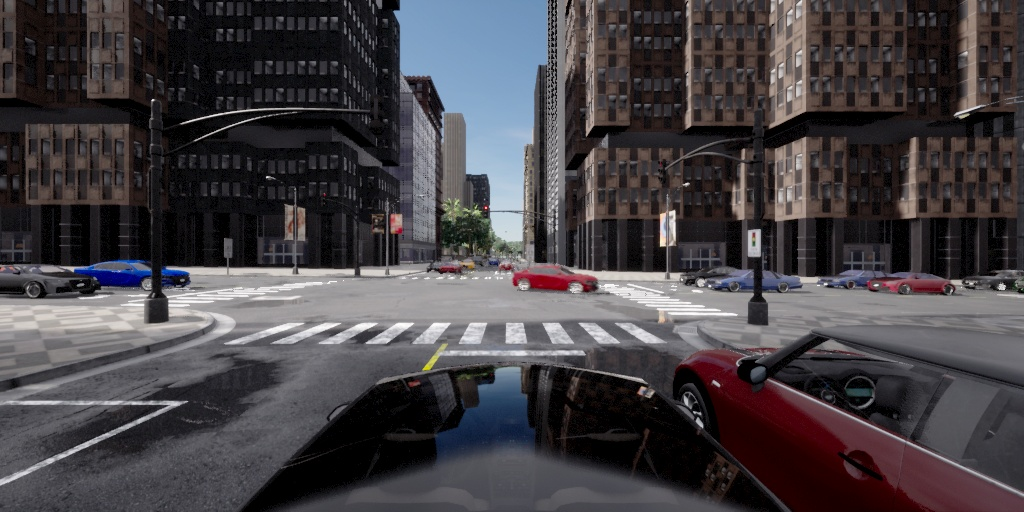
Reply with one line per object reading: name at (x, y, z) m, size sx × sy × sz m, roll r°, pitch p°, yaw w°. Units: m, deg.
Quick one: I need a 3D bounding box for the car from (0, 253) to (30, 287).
car at (-28.962, 0.722, 18.800) m, size 4.553 × 1.767 × 2.097 m, roll 1°, pitch 0°, yaw 0°

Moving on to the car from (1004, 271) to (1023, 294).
car at (35.046, 1.633, 22.668) m, size 4.553 × 1.767 × 2.097 m, roll 1°, pitch 0°, yaw 1°

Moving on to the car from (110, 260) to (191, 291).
car at (-19.850, 0.976, 18.864) m, size 5.008 × 1.535 × 1.882 m, roll 1°, pitch 0°, yaw 0°

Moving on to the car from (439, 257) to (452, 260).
car at (-9.225, 1.084, 49.195) m, size 2.192 × 1.841 × 5.009 m, roll 0°, pitch 0°, yaw 0°

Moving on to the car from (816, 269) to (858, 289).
car at (25.306, 1.682, 25.886) m, size 5.357 × 1.411 × 2.033 m, roll 1°, pitch 0°, yaw 0°

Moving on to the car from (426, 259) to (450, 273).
car at (-9.183, 1.323, 43.769) m, size 1.948 × 1.339 × 4.313 m, roll 0°, pitch 0°, yaw 0°

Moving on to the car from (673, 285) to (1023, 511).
car at (2.763, 1.190, 2.445) m, size 1.967 × 1.591 × 4.097 m, roll 0°, pitch 0°, yaw 0°

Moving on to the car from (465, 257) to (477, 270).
car at (-6.578, 1.254, 52.115) m, size 1.882 × 1.535 × 5.008 m, roll 0°, pitch 0°, yaw -1°

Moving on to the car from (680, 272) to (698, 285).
car at (14.707, 1.459, 25.809) m, size 5.008 × 1.535 × 1.882 m, roll 1°, pitch 0°, yaw -1°

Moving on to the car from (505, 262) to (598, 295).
car at (2.390, 1.288, 20.520) m, size 5.008 × 1.535 × 1.882 m, roll 1°, pitch 1°, yaw 28°

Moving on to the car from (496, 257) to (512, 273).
car at (-0.658, 1.197, 43.832) m, size 1.967 × 1.591 × 4.097 m, roll 0°, pitch 0°, yaw 0°

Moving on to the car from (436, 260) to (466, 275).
car at (-6.508, 1.347, 38.599) m, size 1.895 × 1.301 × 4.718 m, roll 0°, pitch 0°, yaw 0°

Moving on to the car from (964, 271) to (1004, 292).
car at (35.645, 1.791, 25.944) m, size 4.892 × 1.490 × 1.837 m, roll 1°, pitch 0°, yaw 0°

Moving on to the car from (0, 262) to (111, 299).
car at (-20.784, 1.053, 15.609) m, size 4.181 × 1.385 × 1.994 m, roll 1°, pitch 0°, yaw 0°

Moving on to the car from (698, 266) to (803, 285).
car at (15.101, 1.538, 22.562) m, size 5.357 × 1.411 × 2.033 m, roll 1°, pitch 0°, yaw 0°

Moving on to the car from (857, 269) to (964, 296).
car at (24.995, 1.698, 22.616) m, size 4.181 × 1.385 × 1.994 m, roll 1°, pitch 0°, yaw 1°
